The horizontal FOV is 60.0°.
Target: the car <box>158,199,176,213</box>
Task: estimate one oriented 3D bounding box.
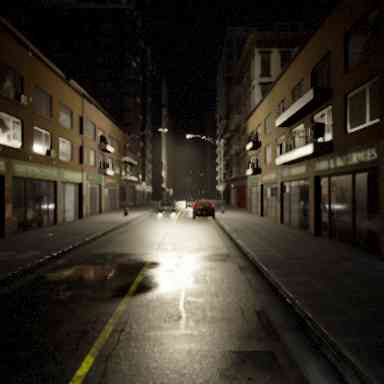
[{"bbox_3d":[-2.838,1.544,38.489,1.837,1.490,4.892,0,0,0],"label":"car"}]

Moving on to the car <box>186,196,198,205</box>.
[{"bbox_3d":[0.006,1.576,64.317,2.128,1.511,4.902,0,0,0],"label":"car"}]

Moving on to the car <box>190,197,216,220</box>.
[{"bbox_3d":[0.965,1.505,28.722,1.882,1.535,5.008,0,0,0],"label":"car"}]

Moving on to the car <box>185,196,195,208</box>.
[{"bbox_3d":[0.017,1.655,47.770,1.895,1.301,4.718,0,0,0],"label":"car"}]
